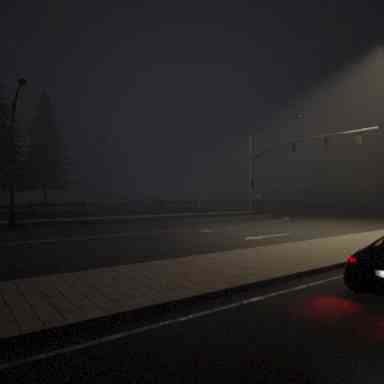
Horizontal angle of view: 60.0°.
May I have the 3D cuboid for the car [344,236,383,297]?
[{"bbox_3d":[5.356,1.562,7.597,4.181,1.385,1.994,0,0,-35],"label":"car"}]
